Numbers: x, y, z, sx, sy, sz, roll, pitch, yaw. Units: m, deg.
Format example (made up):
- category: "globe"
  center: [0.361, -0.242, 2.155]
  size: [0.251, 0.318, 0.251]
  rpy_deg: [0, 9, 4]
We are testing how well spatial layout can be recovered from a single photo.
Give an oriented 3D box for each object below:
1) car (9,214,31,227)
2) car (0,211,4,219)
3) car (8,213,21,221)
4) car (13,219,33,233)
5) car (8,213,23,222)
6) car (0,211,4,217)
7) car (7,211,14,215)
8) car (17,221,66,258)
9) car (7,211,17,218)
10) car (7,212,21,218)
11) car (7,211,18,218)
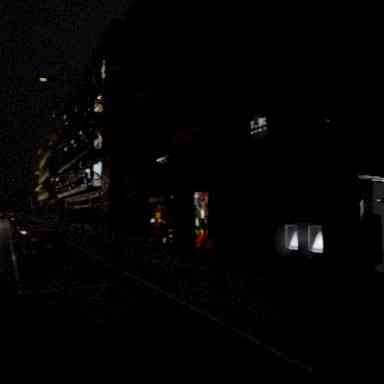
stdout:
- category: "car"
  center: [-15.719, 3.042, 31.072]
  size: [1.887, 1.381, 4.507]
  rpy_deg: [3, -4, -29]
- category: "car"
  center: [-40.167, 4.883, 68.905]
  size: [1.895, 1.301, 4.718]
  rpy_deg: [2, -4, -29]
- category: "car"
  center: [-32.398, 4.540, 60.627]
  size: [1.802, 1.307, 4.206]
  rpy_deg: [3, -4, -29]
- category: "car"
  center: [-10.159, 2.593, 21.220]
  size: [1.802, 1.307, 4.206]
  rpy_deg: [3, -4, -29]
- category: "car"
  center: [-29.618, 4.265, 55.702]
  size: [2.008, 1.369, 4.403]
  rpy_deg: [3, -4, -29]
- category: "car"
  center: [-45.175, 5.148, 77.792]
  size: [1.837, 1.490, 4.892]
  rpy_deg: [2, -4, -29]
- category: "car"
  center: [-26.836, 3.910, 50.783]
  size: [1.967, 1.590, 4.097]
  rpy_deg: [3, -4, -29]
- category: "car"
  center: [-7.316, 2.316, 16.332]
  size: [1.887, 1.381, 4.507]
  rpy_deg: [3, -4, -29]
- category: "car"
  center: [-43.514, 5.375, 80.341]
  size: [1.967, 1.590, 4.097]
  rpy_deg: [3, -4, -29]
- category: "car"
  center: [-21.279, 3.534, 40.924]
  size: [2.008, 1.369, 4.403]
  rpy_deg: [3, -4, -29]
- category: "car"
  center: [-40.735, 5.131, 75.415]
  size: [1.967, 1.590, 4.097]
  rpy_deg: [3, -4, -29]
